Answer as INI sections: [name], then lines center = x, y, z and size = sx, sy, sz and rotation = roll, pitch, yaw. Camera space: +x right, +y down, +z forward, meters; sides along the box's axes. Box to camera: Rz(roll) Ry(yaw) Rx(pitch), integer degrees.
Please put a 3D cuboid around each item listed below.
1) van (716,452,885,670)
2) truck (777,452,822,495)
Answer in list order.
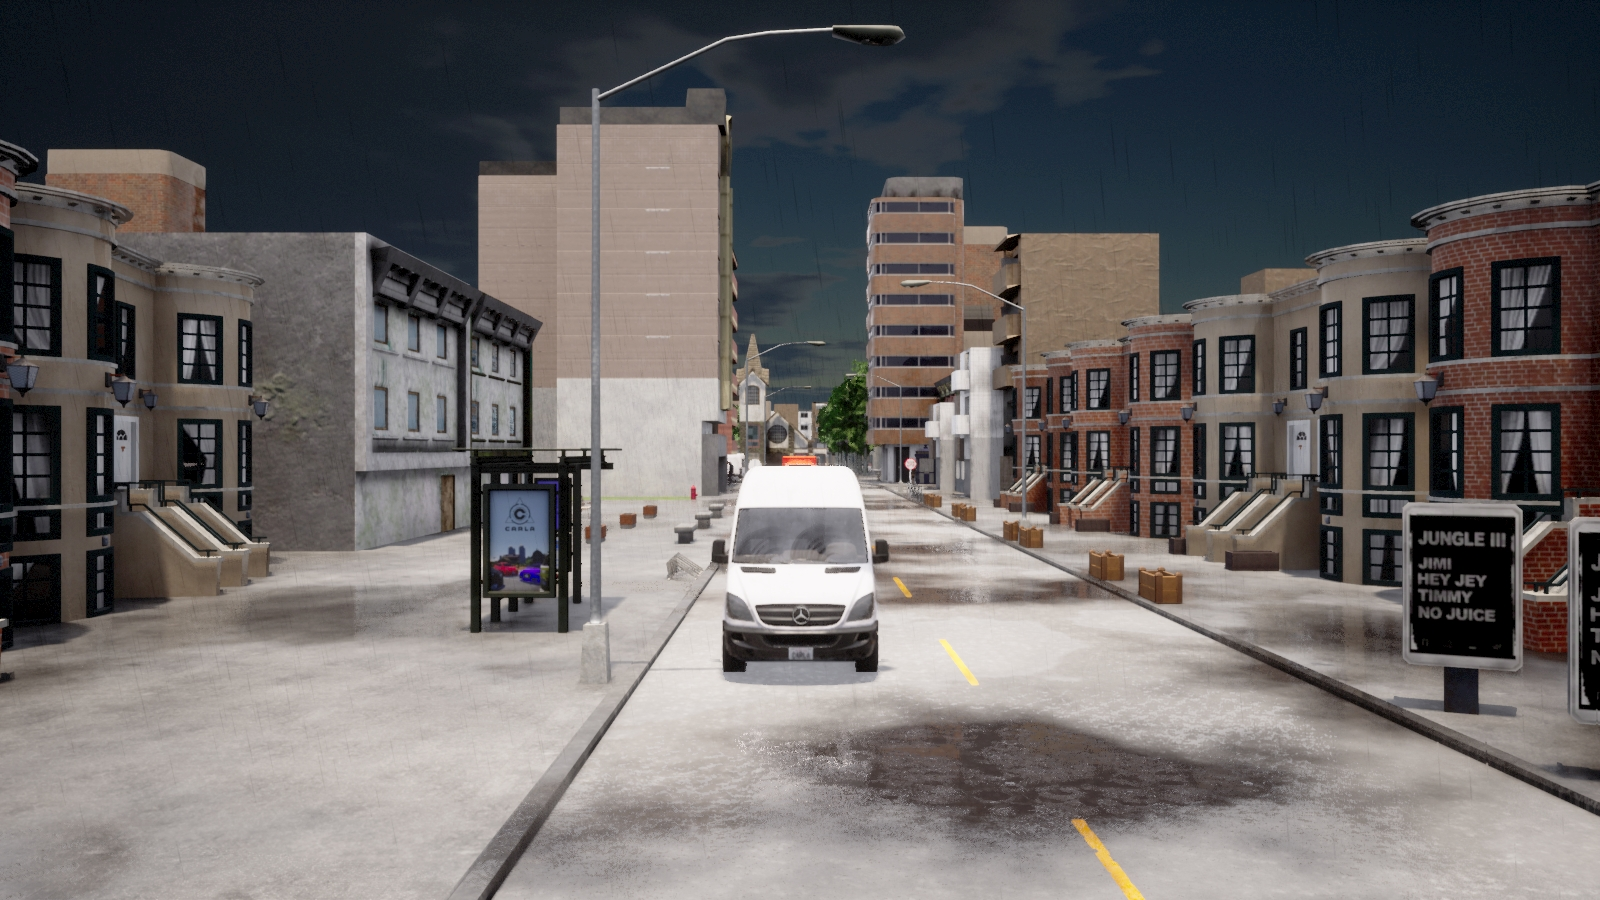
[van]
center = 0.008, 1.322, 16.398
size = 1.988, 2.561, 5.915
rotation = 0, 0, 0
[truck]
center = -0.038, 1.374, 69.235
size = 2.627, 2.467, 5.204
rotation = 0, 0, 0
